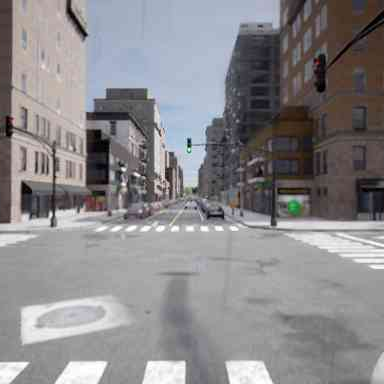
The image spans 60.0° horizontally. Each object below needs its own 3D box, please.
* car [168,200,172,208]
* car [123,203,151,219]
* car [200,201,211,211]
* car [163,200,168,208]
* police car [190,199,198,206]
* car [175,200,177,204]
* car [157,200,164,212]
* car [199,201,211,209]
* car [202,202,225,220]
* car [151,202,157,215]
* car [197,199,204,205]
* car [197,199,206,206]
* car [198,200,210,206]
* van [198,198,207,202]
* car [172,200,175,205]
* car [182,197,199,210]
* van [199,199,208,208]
[{"bbox_3d":[-5.679,2.415,66.895,1.967,1.590,4.097,0,-1,0],"label":"car"},{"bbox_3d":[-5.703,1.917,33.834,1.967,1.590,4.097,0,-1,0],"label":"car"},{"bbox_3d":[2.330,2.221,44.847,1.802,1.307,4.206,0,-1,0],"label":"car"},{"bbox_3d":[-5.687,2.355,55.873,2.008,1.369,4.403,0,-1,0],"label":"car"},{"bbox_3d":[0.551,2.732,87.900,1.930,1.638,5.238,0,-1,0],"label":"police car"},{"bbox_3d":[-5.661,2.867,88.934,1.887,1.381,4.507,0,-1,0],"label":"car"},{"bbox_3d":[-5.691,2.303,50.362,1.802,1.307,4.206,0,-1,0],"label":"car"},{"bbox_3d":[2.342,2.440,61.377,2.008,1.369,4.403,0,-1,0],"label":"car"},{"bbox_3d":[2.321,2.043,33.825,1.947,1.339,4.313,0,-1,0],"label":"car"},{"bbox_3d":[-5.699,1.998,39.344,1.967,1.590,4.097,0,-1,0],"label":"car"},{"bbox_3d":[2.368,2.850,94.440,1.967,1.590,4.097,0,-1,0],"label":"car"},{"bbox_3d":[2.359,2.676,83.419,1.967,1.590,4.097,0,-1,0],"label":"car"},{"bbox_3d":[2.334,2.287,50.357,1.947,1.339,4.313,0,-1,0],"label":"car"},{"bbox_3d":[2.338,2.146,55.870,1.690,1.788,3.998,0,-1,0],"label":"van"},{"bbox_3d":[-5.670,2.699,77.913,2.008,1.369,4.403,0,-1,0],"label":"car"},{"bbox_3d":[-0.206,2.091,60.036,2.150,2.045,5.566,0,-1,0],"label":"car"},{"bbox_3d":[2.346,2.316,66.890,1.690,1.788,3.998,0,-1,0],"label":"van"}]
